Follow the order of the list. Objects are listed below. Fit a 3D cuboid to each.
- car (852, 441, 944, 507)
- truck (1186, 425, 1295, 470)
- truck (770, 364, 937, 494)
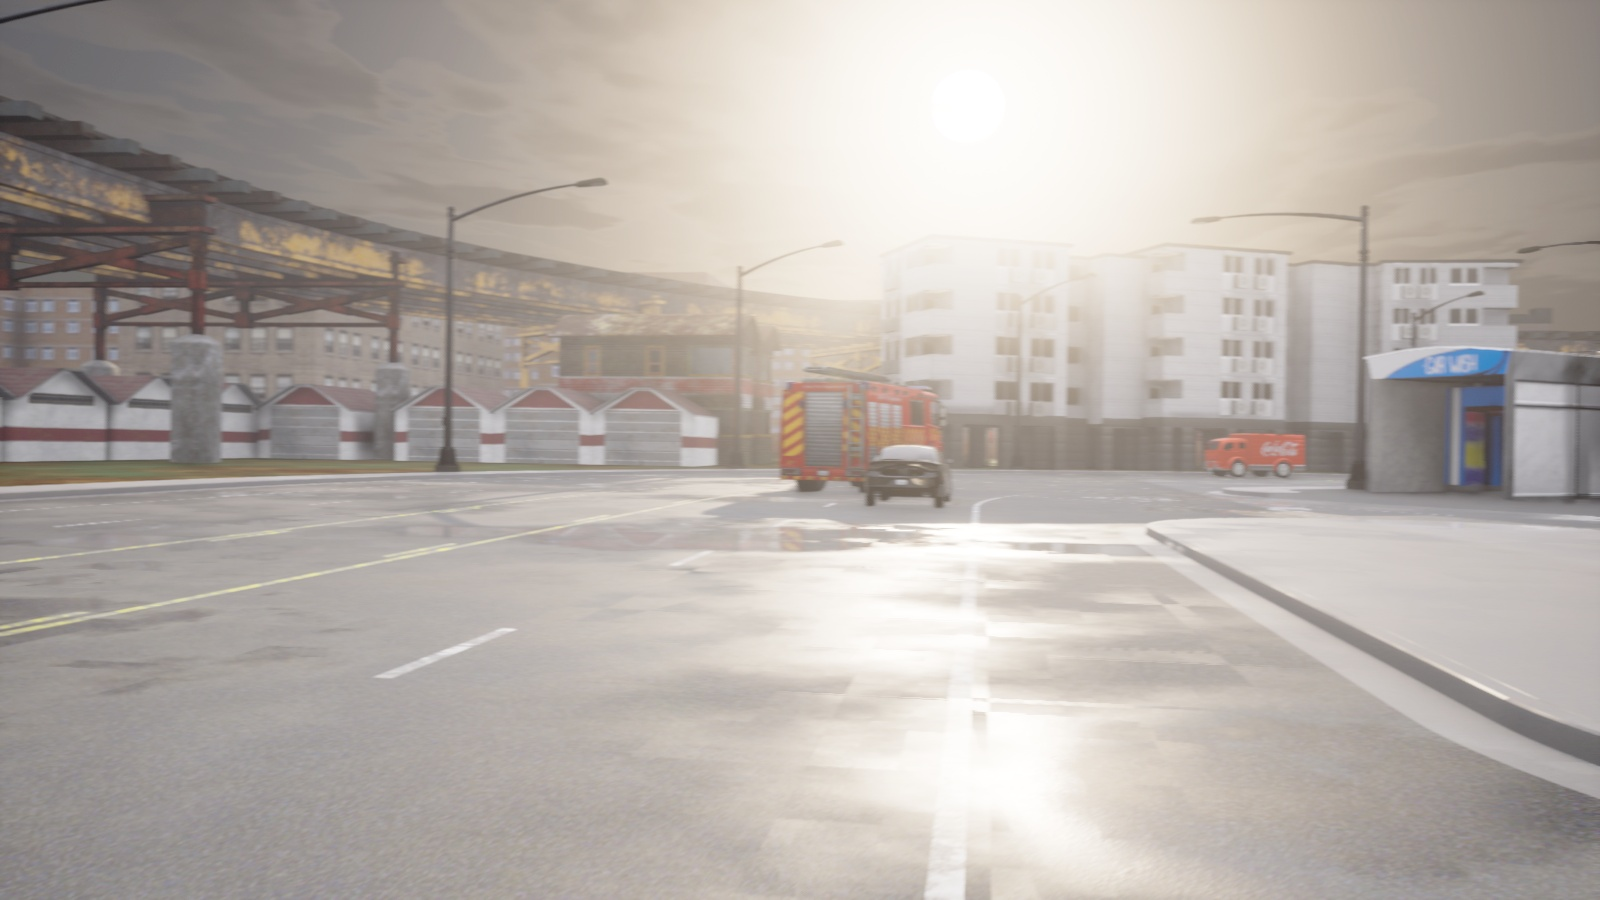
[{"bbox_3d":[2.586,0.549,31.993,1.882,1.535,5.008,0,0,10],"label":"car"},{"bbox_3d":[24.925,-0.146,71.130,5.204,2.467,2.627,0,0,-13],"label":"truck"},{"bbox_3d":[2.000,-0.641,41.471,2.891,3.827,8.468,0,0,22],"label":"truck"}]
